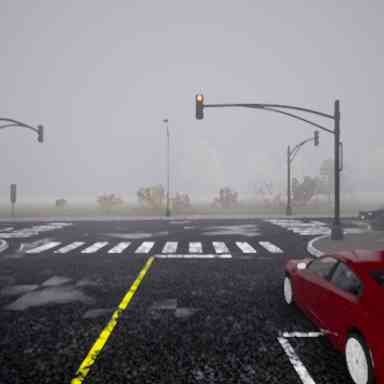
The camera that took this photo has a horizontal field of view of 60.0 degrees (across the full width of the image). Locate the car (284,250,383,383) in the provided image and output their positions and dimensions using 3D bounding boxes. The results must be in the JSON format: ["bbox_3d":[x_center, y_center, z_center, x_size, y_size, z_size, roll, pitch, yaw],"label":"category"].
[{"bbox_3d":[2.703,1.548,5.053,1.887,1.381,4.507,0,0,0],"label":"car"}]

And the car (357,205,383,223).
[{"bbox_3d":[14.750,1.373,23.575,5.357,1.411,2.033,-1,0,0],"label":"car"}]
